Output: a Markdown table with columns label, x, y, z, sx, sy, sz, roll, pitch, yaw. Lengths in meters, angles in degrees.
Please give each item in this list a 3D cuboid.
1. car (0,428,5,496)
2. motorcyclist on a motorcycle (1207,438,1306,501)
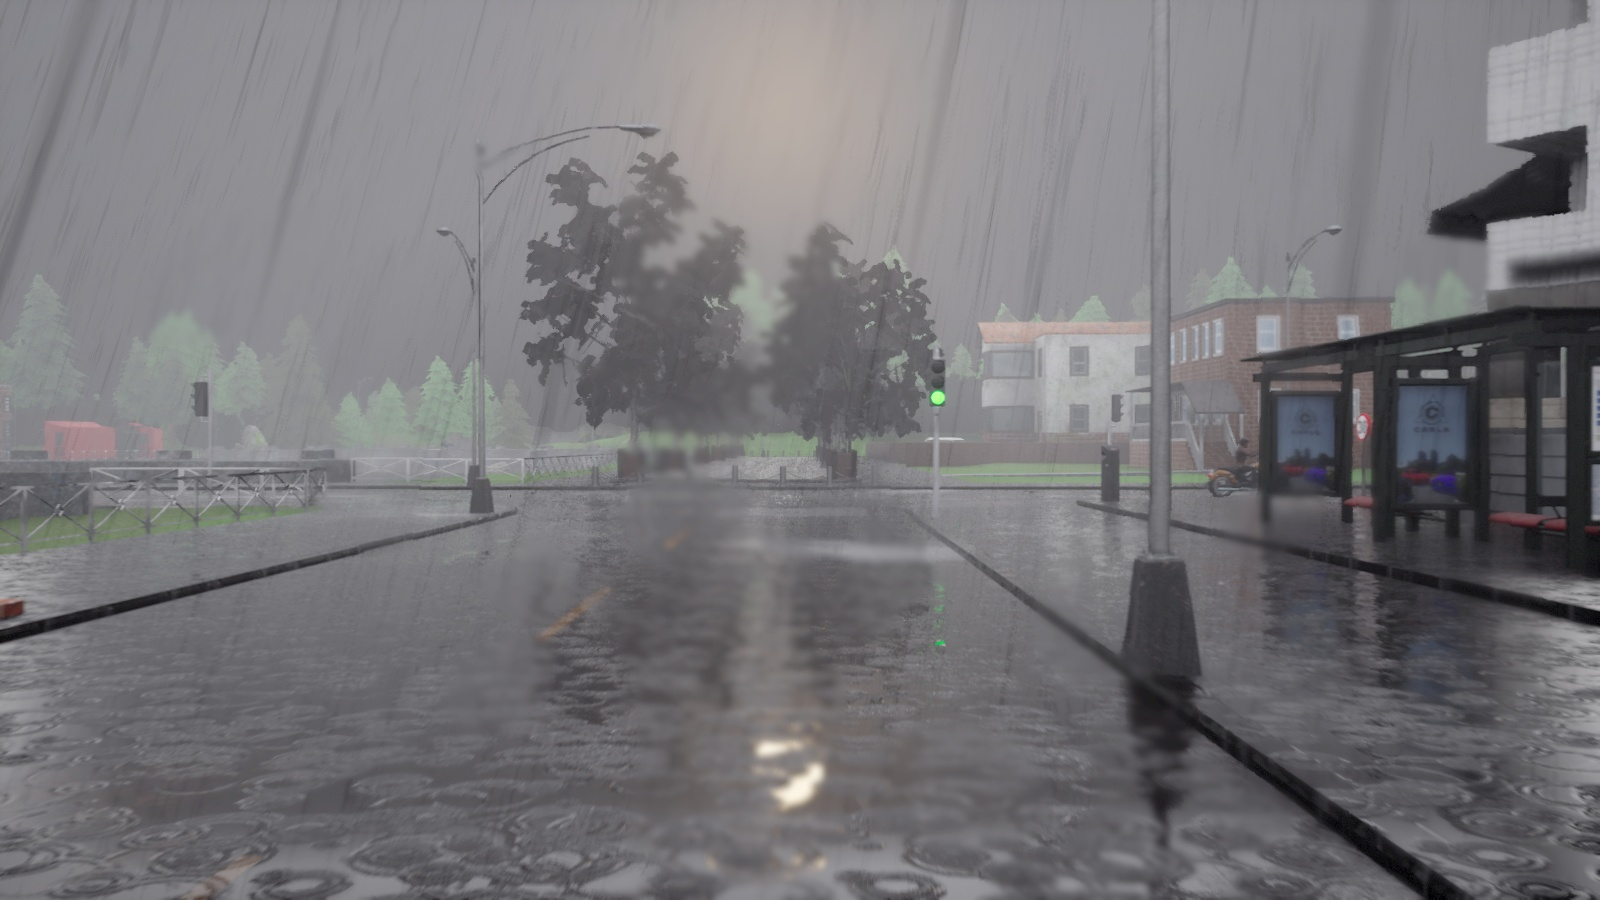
| label | x | y | z | sx | sy | sz | roll | pitch | yaw |
| --- | --- | --- | --- | --- | --- | --- | --- | --- | --- |
| car | -23.968 | 0.332 | 33.839 | 3.866 | 1.878 | 1.905 | 0 | 0 | 0 |
| motorcyclist on a motorcycle | 12.227 | 0.520 | 33.676 | 2.350 | 1.649 | 0.766 | 0 | 0 | 0 |
